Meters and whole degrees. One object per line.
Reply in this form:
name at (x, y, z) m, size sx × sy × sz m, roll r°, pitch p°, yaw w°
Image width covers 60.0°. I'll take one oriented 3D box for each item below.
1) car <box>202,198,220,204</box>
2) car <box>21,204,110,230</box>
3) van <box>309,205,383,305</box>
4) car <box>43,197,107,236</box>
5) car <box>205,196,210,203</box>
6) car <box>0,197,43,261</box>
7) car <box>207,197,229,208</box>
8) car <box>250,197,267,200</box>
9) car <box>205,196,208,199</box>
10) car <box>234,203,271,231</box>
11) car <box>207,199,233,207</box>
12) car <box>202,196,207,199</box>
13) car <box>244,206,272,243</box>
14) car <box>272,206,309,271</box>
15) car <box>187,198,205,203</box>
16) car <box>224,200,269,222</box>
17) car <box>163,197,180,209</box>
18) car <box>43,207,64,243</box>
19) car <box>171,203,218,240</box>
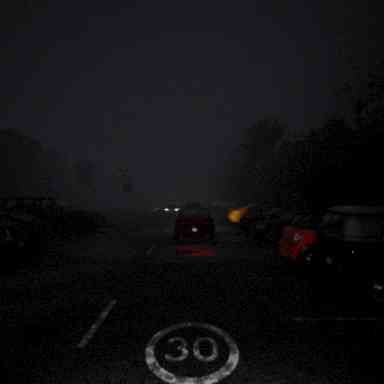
car at (5.203, 2.360, 89.770) m, size 4.674 × 1.452 × 2.002 m, roll 0°, pitch -1°, yaw 0°
car at (-7.977, 1.561, 21.347) m, size 4.892 × 1.521 × 2.231 m, roll 0°, pitch 0°, yaw 0°
van at (5.204, 1.266, 7.382) m, size 4.442 × 1.987 × 1.878 m, roll 0°, pitch 0°, yaw 0°
car at (-7.948, 1.289, 18.548) m, size 5.566 × 2.045 × 2.435 m, roll 0°, pitch 0°, yaw 0°
car at (5.183, 1.933, 55.718) m, size 5.008 × 1.535 × 2.097 m, roll 0°, pitch -1°, yaw 0°
car at (-7.960, 1.250, 10.137) m, size 5.566 × 2.045 × 2.435 m, roll 0°, pitch 0°, yaw 0°
car at (5.169, 1.937, 52.569) m, size 4.674 × 1.452 × 2.002 m, roll 0°, pitch -1°, yaw 0°
car at (14.704, 1.891, 74.923) m, size 5.008 × 1.535 × 1.882 m, roll -1°, pitch -3°, yaw -1°
car at (5.178, 1.971, 58.991) m, size 4.892 × 1.521 × 2.231 m, roll 0°, pitch -1°, yaw 0°
car at (5.108, 1.538, 18.517) m, size 5.008 × 1.535 × 2.097 m, roll 0°, pitch 0°, yaw 0°
car at (5.187, 2.047, 62.266) m, size 4.674 × 1.452 × 2.002 m, roll 0°, pitch -1°, yaw 0°
car at (5.270, 2.157, 86.602) m, size 4.553 × 1.767 × 2.185 m, roll 0°, pitch -1°, yaw 0°
car at (5.101, 1.563, 15.730) m, size 4.674 × 1.452 × 2.002 m, roll 0°, pitch 0°, yaw 0°
car at (5.060, 1.375, 10.163) m, size 4.553 × 1.767 × 2.185 m, roll 0°, pitch 0°, yaw 0°
car at (0.153, 1.733, 35.755) m, size 1.837 × 1.490 × 4.892 m, roll 0°, pitch -1°, yaw 0°
car at (5.109, 1.581, 24.086) m, size 5.008 × 1.535 × 2.097 m, roll 0°, pitch -1°, yaw 0°
car at (-3.231, 1.916, 54.362) m, size 1.882 × 1.535 × 5.008 m, roll 0°, pitch -1°, yaw 1°
car at (-7.979, 1.511, 12.942) m, size 4.892 × 1.521 × 2.231 m, roll 0°, pitch 0°, yaw 0°
car at (0.117, 1.529, 17.207) m, size 1.882 × 1.535 × 5.008 m, roll 0°, pitch 0°, yaw 0°
